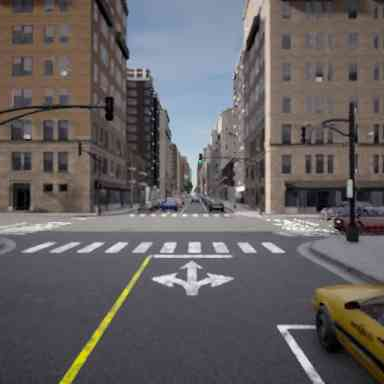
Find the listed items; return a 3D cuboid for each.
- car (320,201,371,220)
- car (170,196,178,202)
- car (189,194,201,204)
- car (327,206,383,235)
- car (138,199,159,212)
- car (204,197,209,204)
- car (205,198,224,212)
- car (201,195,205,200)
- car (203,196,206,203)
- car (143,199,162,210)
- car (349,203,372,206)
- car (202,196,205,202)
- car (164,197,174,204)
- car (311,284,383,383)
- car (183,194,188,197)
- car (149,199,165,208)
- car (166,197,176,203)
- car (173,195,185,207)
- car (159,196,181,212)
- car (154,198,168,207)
[{"bbox_3d":[13.555,1.613,28.877,4.553,1.767,2.097,0,-1,0],"label":"car"},{"bbox_3d":[-4.903,1.899,90.705,1.947,1.339,4.313,1,0,1],"label":"car"},{"bbox_3d":[0.708,1.793,71.933,1.812,1.442,4.674,0,0,1],"label":"car"},{"bbox_3d":[10.300,1.666,18.905,4.181,1.385,1.994,0,-1,-2],"label":"car"},{"bbox_3d":[-5.537,1.739,40.945,1.802,1.307,4.206,1,0,1],"label":"car"},{"bbox_3d":[3.059,1.721,46.371,1.887,1.381,4.507,1,0,1],"label":"car"},{"bbox_3d":[2.988,1.722,40.841,1.947,1.339,4.313,1,0,1],"label":"car"},{"bbox_3d":[3.340,1.822,68.492,1.947,1.339,4.313,1,0,1],"label":"car"},{"bbox_3d":[3.129,1.747,51.901,2.008,1.369,4.403,1,0,1],"label":"car"},{"bbox_3d":[-5.467,1.743,46.474,1.947,1.339,4.313,1,0,1],"label":"car"},{"bbox_3d":[15.432,1.777,25.612,5.357,1.411,2.033,0,-1,0],"label":"car"},{"bbox_3d":[3.200,1.761,57.432,1.887,1.381,4.507,1,0,1],"label":"car"},{"bbox_3d":[-5.116,1.801,73.949,1.752,1.417,4.829,1,0,1],"label":"car"},{"bbox_3d":[2.675,1.539,3.348,1.752,1.417,4.829,1,0,0],"label":"car"},{"bbox_3d":[-2.417,1.586,62.064,2.097,1.767,4.553,0,0,1],"label":"car"},{"bbox_3d":[-5.396,1.748,52.003,2.008,1.369,4.403,1,0,1],"label":"car"},{"bbox_3d":[-5.044,1.861,79.647,1.947,1.339,4.313,1,0,1],"label":"car"},{"bbox_3d":[-2.611,1.675,51.936,1.882,1.535,5.008,0,0,1],"label":"car"},{"bbox_3d":[-2.760,1.640,42.276,1.882,1.535,5.008,0,0,0],"label":"car"},{"bbox_3d":[-5.325,1.762,57.532,1.887,1.381,4.507,1,0,1],"label":"car"}]
